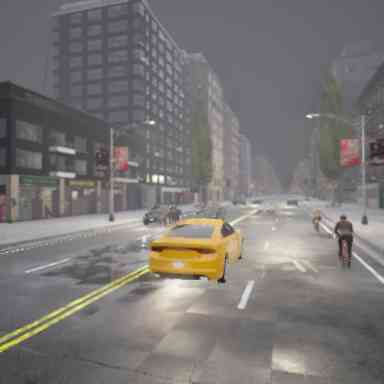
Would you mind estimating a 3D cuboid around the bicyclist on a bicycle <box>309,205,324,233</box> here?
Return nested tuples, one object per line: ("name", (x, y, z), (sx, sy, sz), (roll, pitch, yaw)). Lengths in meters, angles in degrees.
("bicyclist on a bicycle", (7.382, 1.542, 19.671), (0.866, 1.612, 1.509), (0, 0, 16))

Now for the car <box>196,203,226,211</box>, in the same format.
("car", (1.551, 1.698, 26.625), (1.837, 1.490, 4.892), (0, 0, 16))

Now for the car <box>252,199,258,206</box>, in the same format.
("car", (12.980, 2.005, 66.023), (1.895, 1.301, 4.718), (0, 0, 16))

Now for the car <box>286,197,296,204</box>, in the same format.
("car", (22.250, 1.949, 74.705), (2.033, 1.411, 5.357), (0, 0, 16))

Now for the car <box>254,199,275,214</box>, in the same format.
("car", (8.791, 1.841, 39.315), (1.895, 1.301, 4.718), (0, 0, 16))

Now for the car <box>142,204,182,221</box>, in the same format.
("car", (-2.150, 1.712, 25.517), (1.837, 1.490, 4.892), (0, 0, 16))

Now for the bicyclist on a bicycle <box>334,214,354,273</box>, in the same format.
("bicyclist on a bicycle", (4.531, 1.502, 9.892), (0.582, 1.620, 1.656), (0, -1, 16))

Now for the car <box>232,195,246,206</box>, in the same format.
("car", (9.280, 1.643, 64.974), (2.150, 2.045, 5.566), (0, 0, 17))

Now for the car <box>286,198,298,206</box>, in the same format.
("car", (18.643, 1.818, 61.820), (1.882, 1.535, 5.008), (0, 0, 16))

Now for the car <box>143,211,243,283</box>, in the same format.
("car", (0.372, 1.553, 10.057), (1.882, 1.535, 5.008), (0, 0, 16))
